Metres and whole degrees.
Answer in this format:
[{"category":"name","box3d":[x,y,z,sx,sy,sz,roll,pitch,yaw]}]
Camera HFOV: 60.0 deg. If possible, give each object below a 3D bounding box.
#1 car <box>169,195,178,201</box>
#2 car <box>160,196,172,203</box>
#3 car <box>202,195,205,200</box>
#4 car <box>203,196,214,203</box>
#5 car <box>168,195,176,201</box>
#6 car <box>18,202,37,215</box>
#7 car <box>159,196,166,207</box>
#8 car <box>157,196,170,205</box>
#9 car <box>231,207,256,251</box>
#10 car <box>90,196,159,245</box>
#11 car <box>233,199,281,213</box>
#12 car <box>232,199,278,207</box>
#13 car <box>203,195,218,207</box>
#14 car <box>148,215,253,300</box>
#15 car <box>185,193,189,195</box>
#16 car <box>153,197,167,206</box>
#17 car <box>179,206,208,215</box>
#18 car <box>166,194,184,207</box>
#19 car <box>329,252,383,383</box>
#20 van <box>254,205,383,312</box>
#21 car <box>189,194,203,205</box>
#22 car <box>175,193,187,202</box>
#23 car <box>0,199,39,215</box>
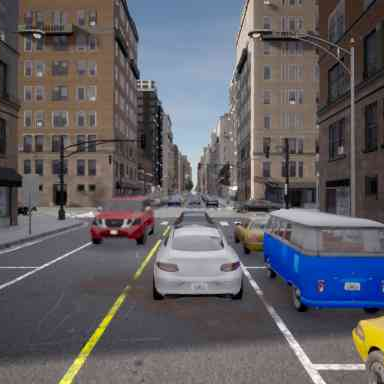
[{"category":"car","box3d":[-4.905,1.565,89.564,1.947,1.339,4.313,1,0,1]},{"category":"car","box3d":[-5.221,1.549,67.449,1.887,1.381,4.507,1,0,1]},{"category":"car","box3d":[3.146,1.549,56.275,1.887,1.381,4.507,1,0,1]},{"category":"car","box3d":[3.304,1.548,67.336,1.887,1.381,4.507,1,0,1]},{"category":"car","box3d":[-4.986,1.526,83.866,1.752,1.417,4.829,1,0,1]},{"category":"car","box3d":[-16.505,1.444,29.056,4.718,1.301,1.895,0,-1,1]},{"category":"car","box3d":[-5.458,1.588,50.863,1.802,1.307,4.206,1,0,1]},{"category":"car","box3d":[-5.300,1.556,61.920,2.008,1.369,4.403,1,0,1]},{"category":"car","box3d":[2.696,1.527,13.252,1.752,1.417,4.829,1,0,0]},{"category":"car","box3d":[-3.050,1.226,15.786,2.150,2.045,5.566,0,0,0]},{"category":"car","box3d":[7.557,1.643,39.188,5.357,1.411,2.033,1,-1,8]},{"category":"car","box3d":[6.561,1.546,34.889,4.892,1.490,1.837,1,-1,-11]},{"category":"car","box3d":[3.067,1.570,50.745,1.947,1.339,4.313,1,0,1]},{"category":"car","box3d":[0.088,1.527,8.258,1.812,1.442,4.674,0,0,-1]},{"category":"car","box3d":[-2.306,1.359,71.976,2.097,1.767,4.553,0,0,1]},{"category":"car","box3d":[-5.379,1.571,56.392,1.947,1.339,4.313,1,0,1]},{"category":"car","box3d":[0.115,1.566,15.594,1.994,1.385,4.181,0,0,0]},{"category":"car","box3d":[-2.678,1.483,52.189,1.882,1.535,5.008,0,0,1]},{"category":"car","box3d":[2.679,1.526,1.905,1.752,1.417,4.829,1,0,0]},{"category":"van","box3d":[2.689,1.342,7.409,1.690,1.788,3.998,1,0,0]},{"category":"car","box3d":[0.555,1.552,58.560,2.033,1.411,5.357,0,0,1]},{"category":"car","box3d":[-2.515,1.482,61.849,1.882,1.535,5.008,0,0,1]},{"category":"car","box3d":[-18.046,1.411,32.323,5.357,1.411,2.033,0,-1,0]}]
